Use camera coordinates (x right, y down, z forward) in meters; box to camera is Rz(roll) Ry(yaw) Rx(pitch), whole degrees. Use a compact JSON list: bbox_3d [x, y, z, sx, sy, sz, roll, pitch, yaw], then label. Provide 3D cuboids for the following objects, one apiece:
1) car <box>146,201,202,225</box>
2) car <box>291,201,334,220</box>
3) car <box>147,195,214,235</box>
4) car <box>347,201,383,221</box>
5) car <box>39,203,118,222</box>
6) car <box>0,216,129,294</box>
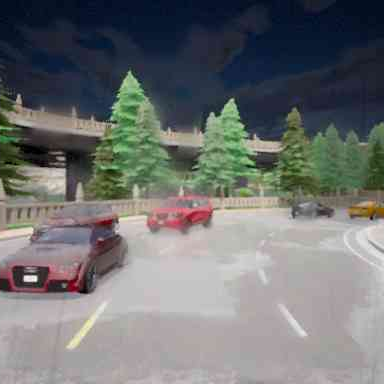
[{"bbox_3d":[-1.220,1.514,25.335,1.837,1.490,4.892,0,0,31],"label":"car"},{"bbox_3d":[10.268,1.536,28.356,4.674,1.442,1.812,0,0,-39],"label":"car"},{"bbox_3d":[-0.488,1.229,19.544,2.150,2.045,5.566,0,0,24],"label":"car"},{"bbox_3d":[15.043,1.488,27.700,5.008,1.535,1.882,0,0,-33],"label":"car"},{"bbox_3d":[-5.325,1.358,15.877,2.097,1.767,4.553,0,0,16],"label":"car"},{"bbox_3d":[-3.083,1.567,8.721,1.994,1.385,4.181,0,0,6],"label":"car"}]
